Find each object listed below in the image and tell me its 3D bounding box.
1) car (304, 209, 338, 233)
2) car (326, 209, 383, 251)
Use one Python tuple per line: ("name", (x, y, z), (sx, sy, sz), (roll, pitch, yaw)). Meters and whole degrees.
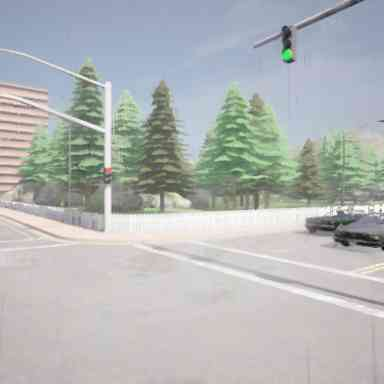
("car", (8.382, 1.622, 18.529), (4.718, 1.301, 1.895), (0, 0, -35))
("car", (8.303, 1.566, 14.187), (5.357, 1.411, 2.033), (0, 0, -35))
